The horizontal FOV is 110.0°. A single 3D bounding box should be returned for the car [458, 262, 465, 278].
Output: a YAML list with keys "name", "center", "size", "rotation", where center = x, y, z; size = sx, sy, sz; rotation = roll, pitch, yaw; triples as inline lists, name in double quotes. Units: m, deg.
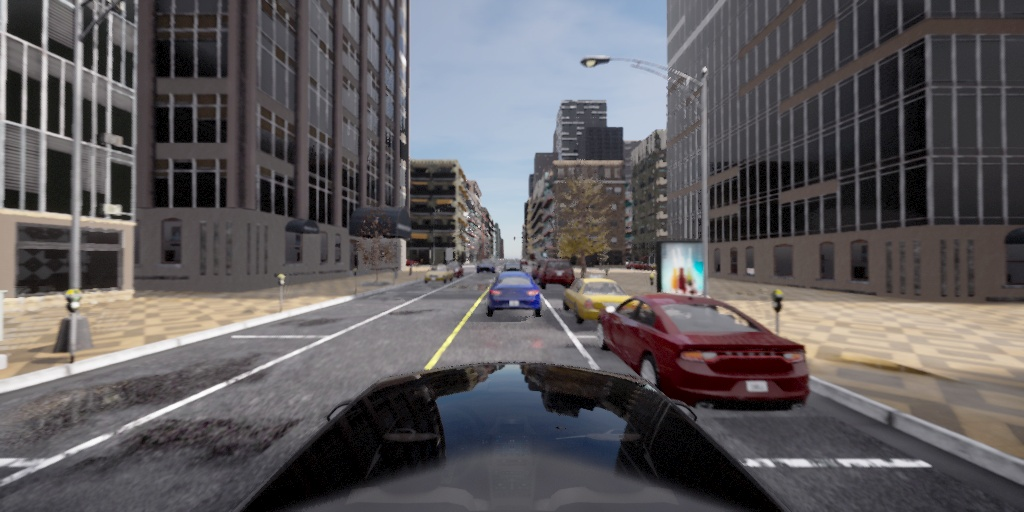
- name: "car"
  center: [-5.671, 1.259, 33.981]
  size: [1.967, 1.591, 4.097]
  rotation: [0, 0, 0]

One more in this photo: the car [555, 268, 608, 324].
- name: "car"
  center: [2.698, 1.297, 11.907]
  size: [1.751, 1.417, 4.829]
  rotation: [0, 0, 0]

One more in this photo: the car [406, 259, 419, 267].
- name: "car"
  center: [-17.231, 1.133, 58.372]
  size: [4.507, 1.381, 1.888]
  rotation: [0, 0, 0]

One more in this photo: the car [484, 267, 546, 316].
- name: "car"
  center: [0.082, 1.300, 13.384]
  size: [1.812, 1.442, 4.674]
  rotation: [0, 0, 0]

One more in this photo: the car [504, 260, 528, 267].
- name: "car"
  center: [0.086, 1.312, 27.858]
  size: [1.837, 1.490, 4.892]
  rotation: [0, 0, 0]

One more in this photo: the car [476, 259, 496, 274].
- name: "car"
  center: [-3.047, 1.189, 42.454]
  size: [2.097, 1.767, 4.553]
  rotation: [0, 0, 0]

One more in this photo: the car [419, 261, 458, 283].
- name: "car"
  center: [-5.674, 1.333, 28.252]
  size: [1.751, 1.417, 4.829]
  rotation: [0, 0, 0]

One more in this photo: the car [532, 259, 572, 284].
- name: "car"
  center: [2.703, 1.110, 22.856]
  size: [2.192, 1.841, 5.009]
  rotation: [0, 0, 0]

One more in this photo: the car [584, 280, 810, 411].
- name: "car"
  center: [2.694, 1.304, 6.178]
  size: [1.888, 1.381, 4.507]
  rotation: [0, 0, 0]

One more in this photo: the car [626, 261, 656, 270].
- name: "car"
  center: [20.866, 1.620, 58.670]
  size: [4.097, 1.591, 1.967]
  rotation: [0, 0, 0]
